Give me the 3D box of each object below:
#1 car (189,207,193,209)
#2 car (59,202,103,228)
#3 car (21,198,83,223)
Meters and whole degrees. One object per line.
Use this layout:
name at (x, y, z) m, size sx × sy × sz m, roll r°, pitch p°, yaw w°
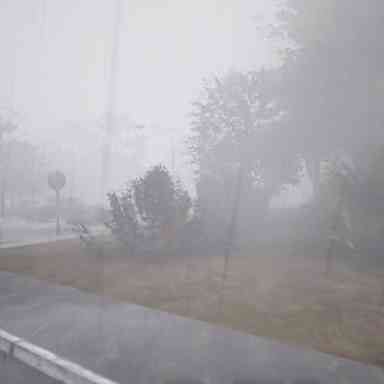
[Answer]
car at (0.468, 1.684, 48.838) m, size 2.097 × 1.767 × 4.553 m, roll -1°, pitch 0°, yaw 33°
car at (-6.706, 1.725, 24.222) m, size 2.128 × 1.511 × 4.902 m, roll -1°, pitch 0°, yaw 32°
car at (-11.970, 1.539, 29.192) m, size 2.150 × 2.045 × 5.566 m, roll -1°, pitch 0°, yaw 32°
